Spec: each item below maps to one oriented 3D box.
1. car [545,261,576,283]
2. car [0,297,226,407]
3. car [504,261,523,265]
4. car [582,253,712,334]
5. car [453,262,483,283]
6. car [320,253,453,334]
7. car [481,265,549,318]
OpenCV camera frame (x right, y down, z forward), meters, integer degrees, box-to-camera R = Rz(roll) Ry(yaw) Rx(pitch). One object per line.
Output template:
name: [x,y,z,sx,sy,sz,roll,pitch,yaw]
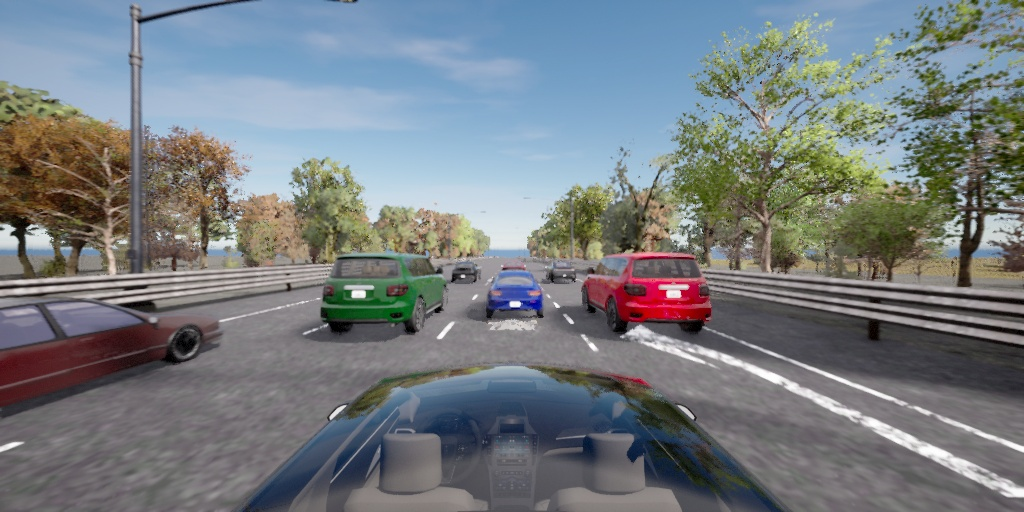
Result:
car: [3.622,1.149,27.083,2.128,1.511,4.902,0,0,0]
car: [-6.904,1.281,4.968,2.033,1.411,5.357,0,0,0]
car: [0.125,1.130,28.606,1.882,1.535,5.008,0,0,0]
car: [3.608,0.934,10.665,2.150,2.045,5.566,0,0,0]
car: [-3.376,1.160,27.191,1.837,1.490,4.892,0,0,0]
car: [-3.392,0.932,10.624,2.150,2.045,5.566,0,0,0]
car: [0.099,1.229,12.692,1.812,1.442,4.674,0,0,0]
